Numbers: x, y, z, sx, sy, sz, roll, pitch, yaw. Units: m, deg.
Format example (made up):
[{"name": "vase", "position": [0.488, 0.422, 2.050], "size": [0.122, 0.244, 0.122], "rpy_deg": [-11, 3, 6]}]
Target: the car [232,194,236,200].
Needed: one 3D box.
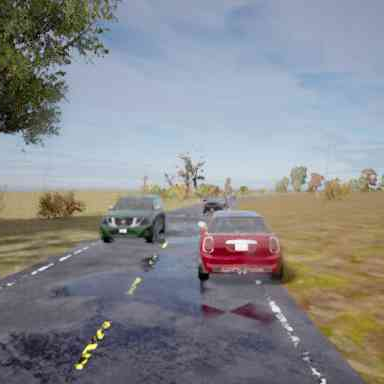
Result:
[{"name": "car", "position": [9.872, 1.145, 84.186], "size": [2.128, 1.511, 4.902], "rpy_deg": [0, 0, 17]}]

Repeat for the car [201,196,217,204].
[{"name": "car", "position": [2.999, 1.379, 57.666], "size": [1.895, 1.301, 4.718], "rpy_deg": [0, 0, 12]}]

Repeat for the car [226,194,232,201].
[{"name": "car", "position": [3.959, 1.372, 46.538], "size": [2.033, 1.411, 5.357], "rpy_deg": [0, 0, 11]}]

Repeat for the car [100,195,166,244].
[{"name": "car", "position": [-2.563, 1.166, 15.879], "size": [2.150, 2.045, 5.566], "rpy_deg": [0, 0, 3]}]

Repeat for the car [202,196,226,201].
[{"name": "car", "position": [2.266, 1.382, 34.298], "size": [1.837, 1.490, 4.892], "rpy_deg": [0, 0, 8]}]

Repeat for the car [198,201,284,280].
[{"name": "car", "position": [1.257, 1.317, 9.998], "size": [2.097, 1.767, 4.553], "rpy_deg": [0, 0, 2]}]
